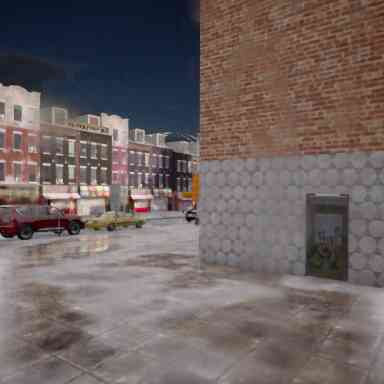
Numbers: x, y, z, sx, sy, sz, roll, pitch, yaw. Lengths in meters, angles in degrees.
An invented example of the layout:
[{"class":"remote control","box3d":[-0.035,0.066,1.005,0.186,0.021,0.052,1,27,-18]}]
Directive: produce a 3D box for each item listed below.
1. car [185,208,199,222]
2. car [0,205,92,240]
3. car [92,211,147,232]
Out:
[{"class":"car","box3d":[1.064,2.198,32.556,1.947,1.339,4.313,-1,-2,36]},{"class":"car","box3d":[-8.646,1.642,19.055,2.192,1.841,5.009,-1,-2,36]},{"class":"car","box3d":[-5.310,1.957,23.691,1.752,1.417,4.829,-1,-2,36]}]
